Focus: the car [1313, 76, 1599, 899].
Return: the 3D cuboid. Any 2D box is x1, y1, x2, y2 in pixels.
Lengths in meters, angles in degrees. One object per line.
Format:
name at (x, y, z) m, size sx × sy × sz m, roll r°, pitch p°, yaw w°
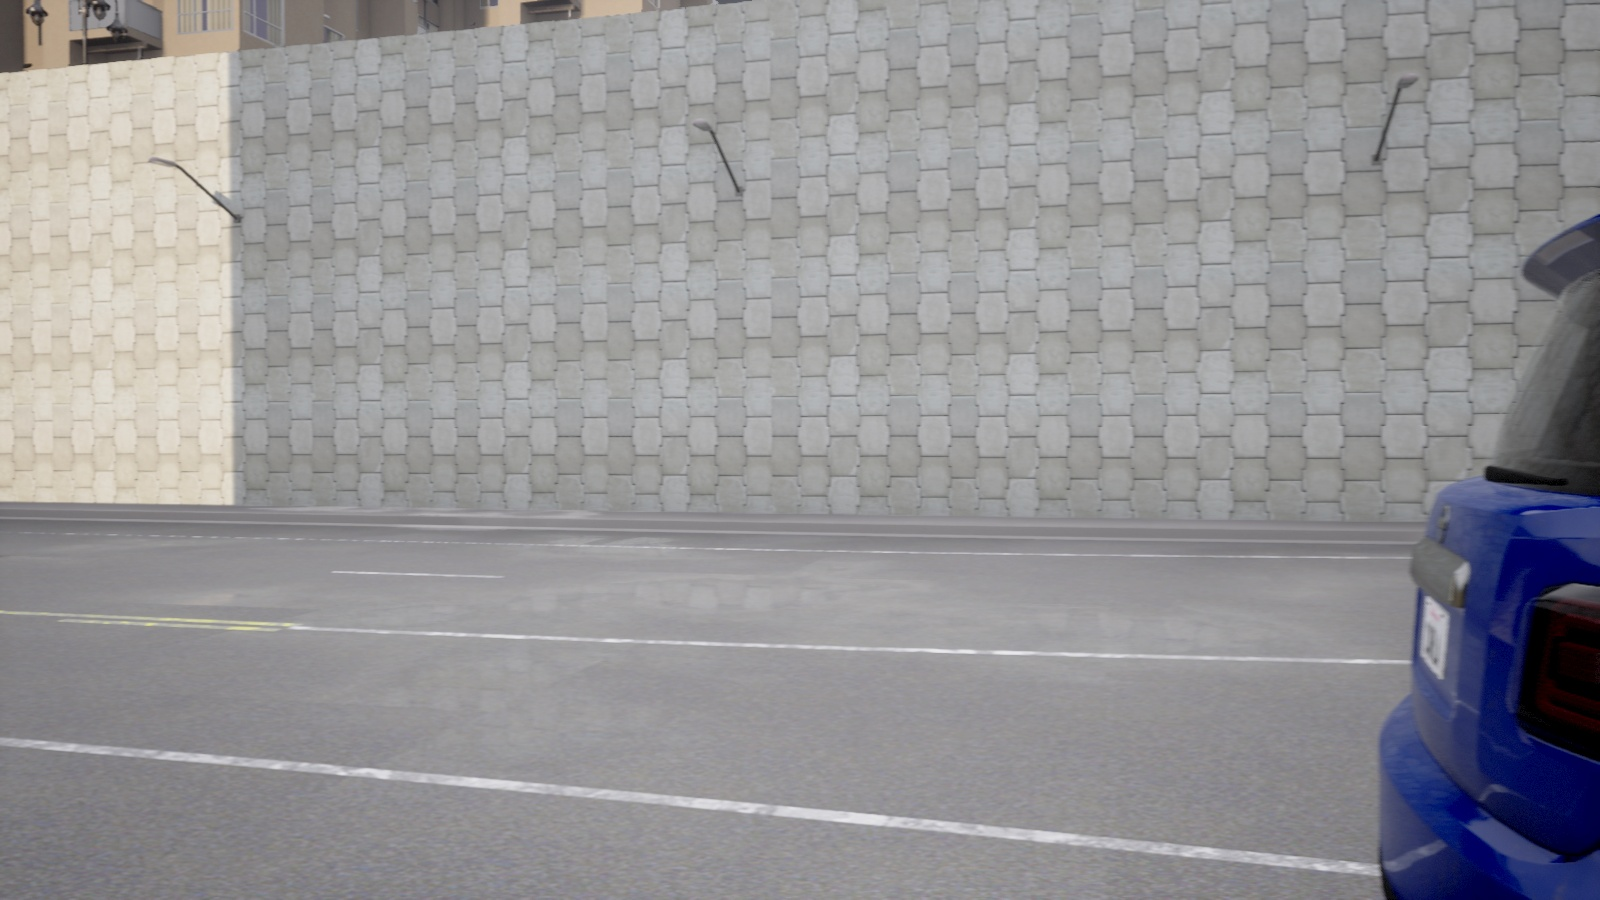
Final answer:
car at (3.824, 0.530, 1.858) m, size 5.566 × 2.045 × 2.150 m, roll 1°, pitch 1°, yaw 20°
